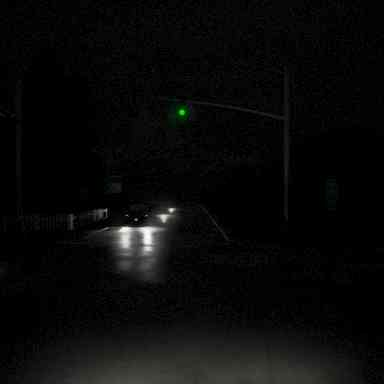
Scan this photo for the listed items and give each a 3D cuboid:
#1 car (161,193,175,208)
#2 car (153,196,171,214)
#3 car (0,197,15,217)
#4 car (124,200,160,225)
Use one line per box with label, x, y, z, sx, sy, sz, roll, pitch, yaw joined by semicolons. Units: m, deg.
car;-3.717;1.241;49.458;2.150;2.045;5.566;0;1;1
car;-3.701;1.495;36.151;1.882;1.535;5.008;0;0;0
car;-14.603;1.324;24.618;1.905;1.878;3.866;0;0;-1
car;-3.670;1.538;24.196;1.812;1.442;4.674;0;0;0
